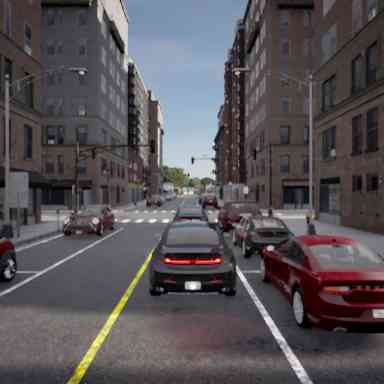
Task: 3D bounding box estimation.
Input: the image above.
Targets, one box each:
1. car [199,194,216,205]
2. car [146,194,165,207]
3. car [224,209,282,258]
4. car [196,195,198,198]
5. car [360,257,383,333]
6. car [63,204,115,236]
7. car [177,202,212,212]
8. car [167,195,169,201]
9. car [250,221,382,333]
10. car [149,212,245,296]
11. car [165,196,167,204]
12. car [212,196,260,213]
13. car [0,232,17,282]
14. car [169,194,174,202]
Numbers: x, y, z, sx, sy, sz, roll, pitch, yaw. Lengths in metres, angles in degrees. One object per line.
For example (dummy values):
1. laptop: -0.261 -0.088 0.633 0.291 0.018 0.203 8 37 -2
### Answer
1. car: 2.414 1.294 45.244 2.192 1.841 5.009 0 0 0
2. car: -5.740 1.292 50.695 2.192 1.841 5.009 0 0 0
3. car: 2.561 1.545 12.507 2.008 1.369 4.403 0 0 0
4. car: 2.295 1.286 61.756 2.192 1.841 5.009 0 0 0
5. car: 2.634 1.440 1.142 1.967 1.590 4.097 0 0 0
6. car: -5.500 1.432 18.136 1.967 1.590 4.097 0 0 0
7. car: -0.051 1.497 18.063 1.837 1.490 4.892 0 0 0
8. car: -5.806 1.522 61.702 2.008 1.369 4.403 0 0 0
9. car: 2.598 1.542 6.825 1.887 1.381 4.507 0 0 0
10. car: 0.017 1.501 8.646 1.837 1.490 4.892 0 0 0
11. car: -5.773 1.540 56.199 1.947 1.339 4.313 0 0 0
12. car: 2.525 1.307 18.189 2.192 1.841 5.009 0 0 0
13. car: -5.427 1.437 6.772 1.967 1.590 4.097 0 0 0
14. car: -5.905 1.507 78.213 1.887 1.381 4.507 0 0 0
